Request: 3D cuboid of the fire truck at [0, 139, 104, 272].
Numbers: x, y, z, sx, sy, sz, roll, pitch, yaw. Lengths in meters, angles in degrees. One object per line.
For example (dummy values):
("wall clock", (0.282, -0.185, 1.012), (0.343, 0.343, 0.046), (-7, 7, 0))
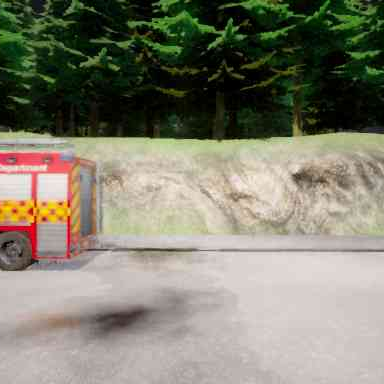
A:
("fire truck", (-7.435, 0.342, 10.701), (8.468, 3.827, 2.891), (0, 0, 1))
